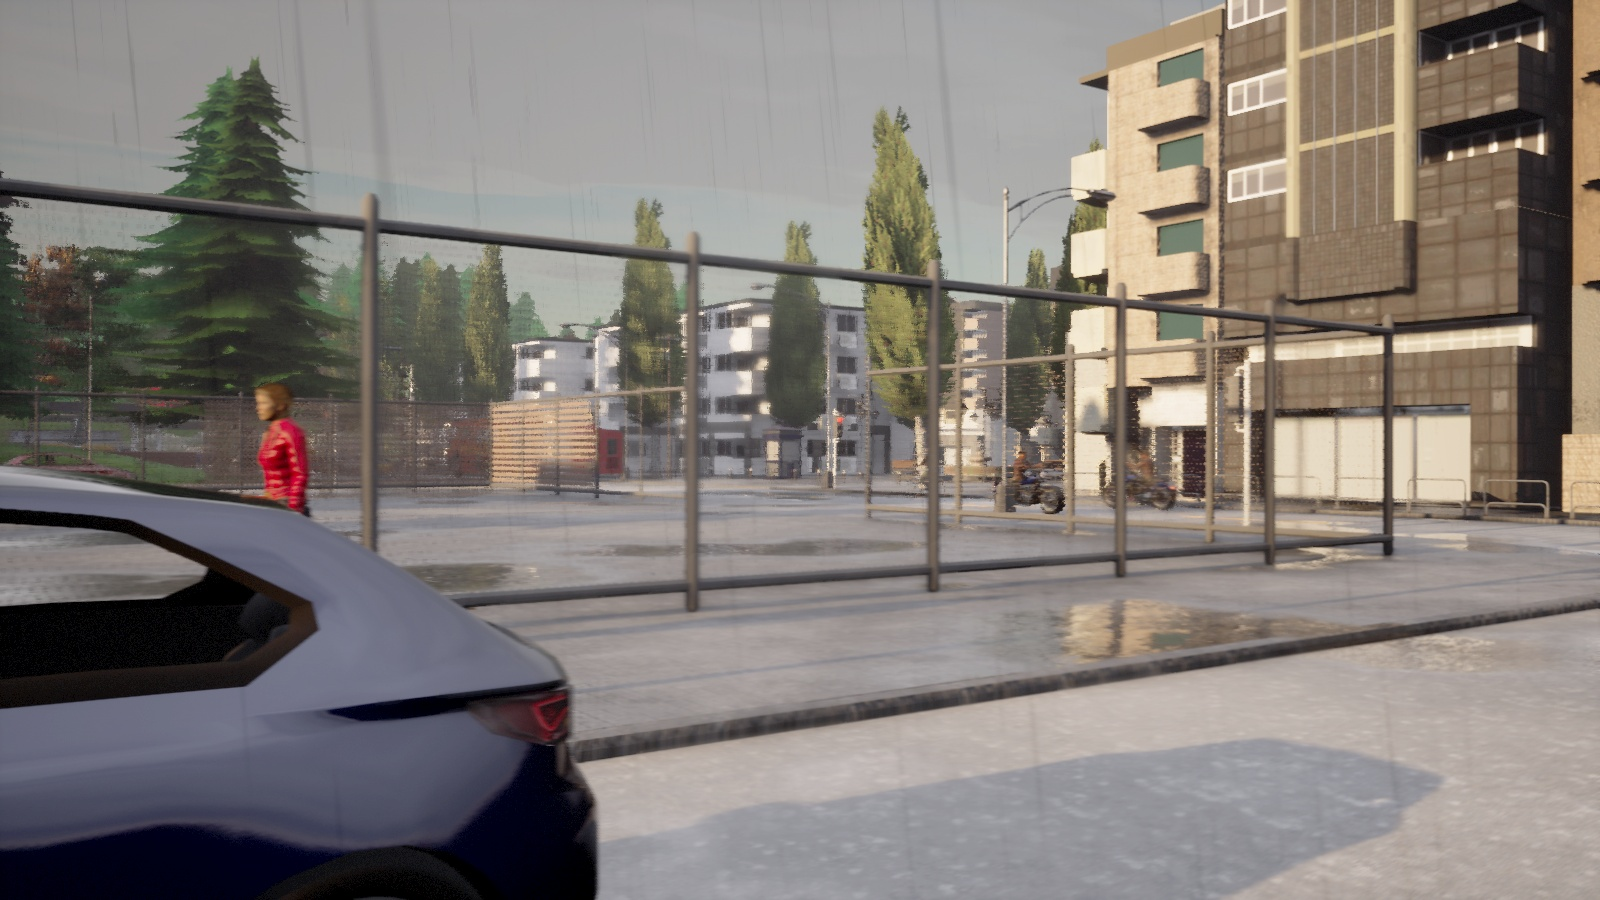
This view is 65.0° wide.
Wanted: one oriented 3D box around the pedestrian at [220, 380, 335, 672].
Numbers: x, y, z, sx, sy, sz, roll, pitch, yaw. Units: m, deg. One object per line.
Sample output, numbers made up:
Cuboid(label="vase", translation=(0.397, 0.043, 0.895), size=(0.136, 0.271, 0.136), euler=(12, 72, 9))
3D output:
Cuboid(label="pedestrian", translation=(-3.443, 0.482, 8.280), size=(0.636, 1.846, 0.331), euler=(0, 0, -38))

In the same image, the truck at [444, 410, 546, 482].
Cuboid(label="truck", translation=(-17.471, -0.207, 71.480), size=(2.891, 3.827, 8.468), euler=(0, 0, -34))

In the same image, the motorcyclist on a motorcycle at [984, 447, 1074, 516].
Cuboid(label="motorcyclist on a motorcycle", translation=(5.674, 0.760, 31.256), size=(0.766, 1.649, 2.350), euler=(0, 0, -35))

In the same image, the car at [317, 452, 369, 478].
Cuboid(label="car", translation=(-30.035, 0.941, 82.469), size=(2.033, 1.649, 4.856), euler=(0, 0, -35))

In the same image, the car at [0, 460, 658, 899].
Cuboid(label="car", translation=(-2.572, 0.770, 2.439), size=(4.193, 1.474, 1.816), euler=(0, 0, -33))

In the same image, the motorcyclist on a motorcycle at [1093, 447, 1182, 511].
Cuboid(label="motorcyclist on a motorcycle", translation=(8.984, 0.758, 33.499), size=(0.766, 1.649, 2.350), euler=(0, 0, -35))

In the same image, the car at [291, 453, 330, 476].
Cuboid(label="car", translation=(-34.886, 1.016, 89.447), size=(1.789, 1.549, 3.705), euler=(0, 0, -35))

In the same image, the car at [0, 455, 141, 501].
Cuboid(label="car", translation=(-24.674, 0.914, 42.307), size=(4.193, 1.474, 1.816), euler=(0, 0, -35))

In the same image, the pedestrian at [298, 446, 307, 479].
Cuboid(label="pedestrian", translation=(-27.831, 0.685, 70.183), size=(0.328, 1.805, 0.869), euler=(0, 0, -31))
